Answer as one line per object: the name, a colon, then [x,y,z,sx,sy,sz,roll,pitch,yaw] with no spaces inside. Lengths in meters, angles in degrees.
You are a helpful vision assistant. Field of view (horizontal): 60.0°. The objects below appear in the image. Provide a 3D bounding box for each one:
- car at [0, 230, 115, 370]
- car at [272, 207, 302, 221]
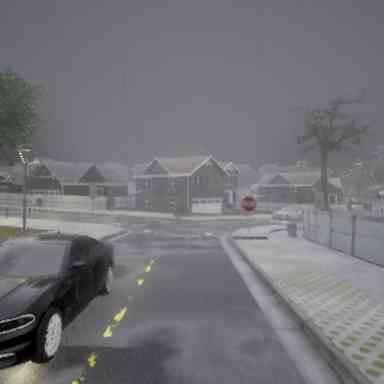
car: [-2.822,1.561,6.218,1.882,1.535,5.008,0,-1,0]
car: [11.204,2.500,38.640,4.674,1.442,1.812,2,-1,-43]
